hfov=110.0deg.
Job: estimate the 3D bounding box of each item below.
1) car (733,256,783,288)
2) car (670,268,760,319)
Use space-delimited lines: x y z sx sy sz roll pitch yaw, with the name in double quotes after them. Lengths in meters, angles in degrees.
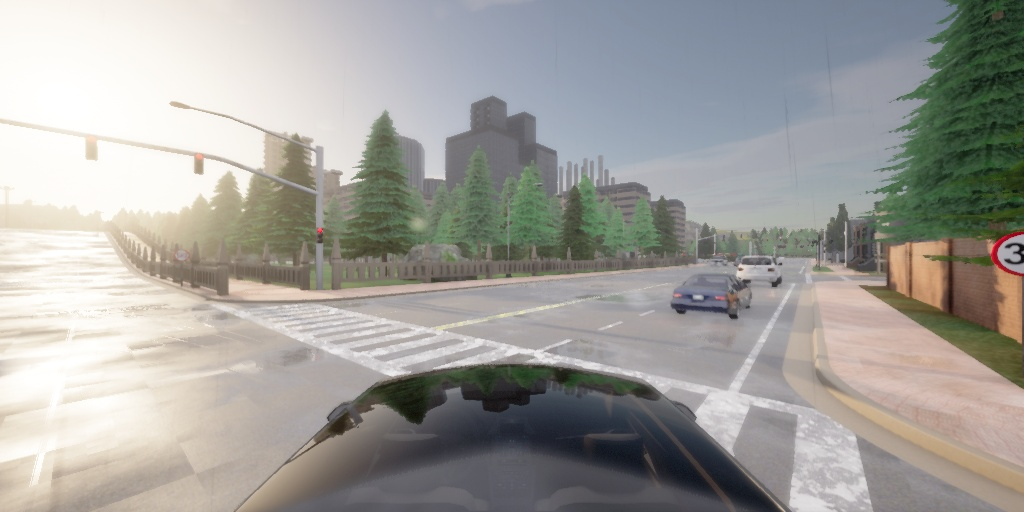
16.894 1.007 24.420 2.150 2.045 5.566 0 0 40 "car"
7.283 1.312 12.864 2.033 1.411 5.357 0 0 40 "car"
